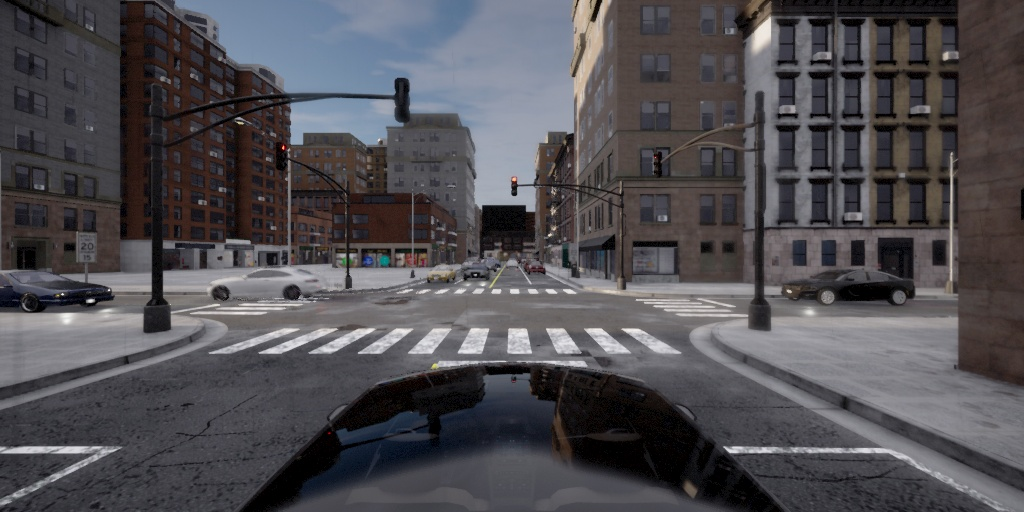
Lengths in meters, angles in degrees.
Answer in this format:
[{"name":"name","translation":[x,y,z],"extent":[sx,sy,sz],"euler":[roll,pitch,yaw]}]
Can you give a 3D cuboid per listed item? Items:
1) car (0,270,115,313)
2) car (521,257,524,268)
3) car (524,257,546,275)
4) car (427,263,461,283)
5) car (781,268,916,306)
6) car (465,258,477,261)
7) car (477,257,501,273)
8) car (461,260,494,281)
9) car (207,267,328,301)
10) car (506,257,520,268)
[{"name":"car","translation":[-17.810,1.216,12.894],"extent":[5.357,1.411,2.033],"euler":[0,0,0]},{"name":"car","translation":[2.609,1.066,45.089],"extent":[2.192,1.841,5.009],"euler":[0,0,0]},{"name":"car","translation":[2.613,1.191,39.427],"extent":[1.967,1.591,4.097],"euler":[0,0,0]},{"name":"car","translation":[-5.405,1.276,27.928],"extent":[1.751,1.417,4.829],"euler":[0,0,0]},{"name":"car","translation":[14.763,1.310,15.905],"extent":[5.008,1.535,1.882],"euler":[0,0,-1]},{"name":"car","translation":[-5.416,1.302,45.084],"extent":[2.007,1.370,4.403],"euler":[0,0,0]},{"name":"car","translation":[-2.869,1.243,44.901],"extent":[2.128,1.511,4.902],"euler":[0,0,0]},{"name":"car","translation":[-2.867,1.315,30.065],"extent":[1.994,1.385,4.181],"euler":[0,0,0]},{"name":"car","translation":[-10.937,1.229,16.271],"extent":[4.674,1.442,1.812],"euler":[0,1,-6]},{"name":"car","translation":[0.063,1.279,59.516],"extent":[1.812,1.442,4.674],"euler":[0,0,0]}]
